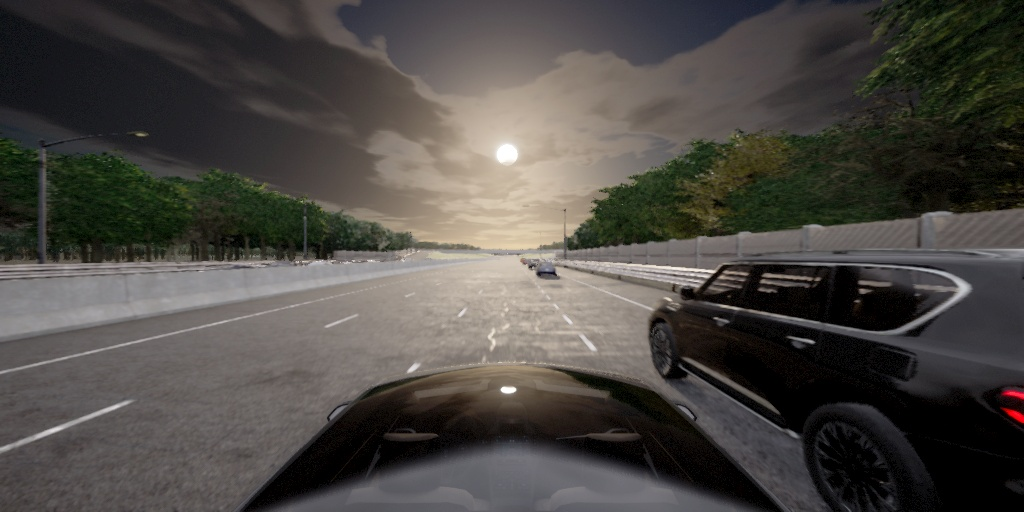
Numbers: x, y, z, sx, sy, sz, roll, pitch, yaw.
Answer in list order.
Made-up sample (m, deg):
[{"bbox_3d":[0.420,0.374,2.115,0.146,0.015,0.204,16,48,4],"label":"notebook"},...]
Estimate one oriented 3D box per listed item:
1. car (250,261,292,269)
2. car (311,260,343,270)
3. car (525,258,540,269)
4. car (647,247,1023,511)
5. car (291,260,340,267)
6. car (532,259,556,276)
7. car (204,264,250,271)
[{"bbox_3d":[-21.074,1.255,33.094,2.128,1.511,4.902,0,0,0],"label":"car"},{"bbox_3d":[-28.024,1.329,54.444,2.033,1.411,5.357,0,0,0],"label":"car"},{"bbox_3d":[3.488,1.389,57.448,1.895,1.301,4.718,0,0,0],"label":"car"},{"bbox_3d":[3.501,0.959,4.120,2.150,2.045,5.566,0,0,0],"label":"car"},{"bbox_3d":[-17.576,1.289,32.678,1.812,1.442,4.674,0,0,0],"label":"car"},{"bbox_3d":[3.493,1.332,37.561,1.994,1.385,4.181,0,0,0],"label":"car"},{"bbox_3d":[-24.574,1.363,31.759,1.895,1.301,4.718,0,0,0],"label":"car"}]
